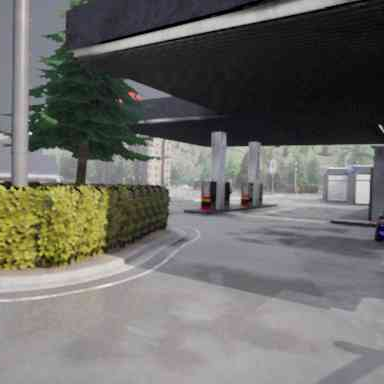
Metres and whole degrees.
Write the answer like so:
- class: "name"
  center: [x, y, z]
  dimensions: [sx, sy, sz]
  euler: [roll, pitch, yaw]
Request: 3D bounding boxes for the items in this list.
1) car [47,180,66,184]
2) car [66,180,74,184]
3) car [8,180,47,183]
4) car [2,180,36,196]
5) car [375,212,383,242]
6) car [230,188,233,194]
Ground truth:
- class: "car"
  center: [-27.286, -1.414, 65.535]
  dimensions: [3.866, 1.878, 1.905]
  euler: [3, 2, 35]
- class: "car"
  center: [-25.959, -1.436, 68.152]
  dimensions: [4.605, 1.855, 1.932]
  euler: [3, 2, 35]
- class: "car"
  center: [-17.622, -0.280, 35.329]
  dimensions: [3.866, 1.878, 1.905]
  euler: [3, 2, 35]
- class: "car"
  center: [-22.182, -0.588, 42.528]
  dimensions: [4.605, 1.855, 1.932]
  euler: [3, 2, 35]
- class: "car"
  center: [9.901, 1.421, 15.427]
  dimensions: [2.242, 1.667, 4.611]
  euler: [3, 2, 35]
- class: "car"
  center: [6.127, -0.366, 68.410]
  dimensions: [4.514, 1.523, 2.007]
  euler: [3, 2, 35]
